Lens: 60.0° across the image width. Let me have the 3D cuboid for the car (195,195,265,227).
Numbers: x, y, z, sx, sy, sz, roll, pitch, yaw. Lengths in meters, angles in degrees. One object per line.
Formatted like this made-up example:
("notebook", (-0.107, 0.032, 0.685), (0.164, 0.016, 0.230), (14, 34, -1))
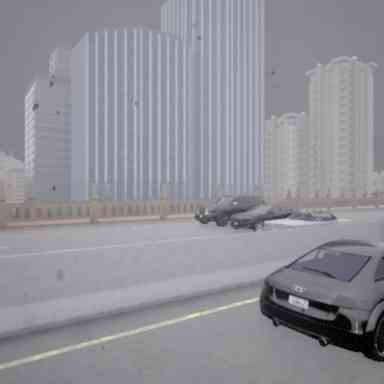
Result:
("car", (2.876, 1.223, 22.980), (5.566, 2.045, 2.150), (0, 0, -34))

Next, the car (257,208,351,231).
("car", (5.700, 1.603, 16.438), (4.718, 1.301, 1.895), (0, 0, -34))

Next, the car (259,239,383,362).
("car", (3.188, 1.565, 5.967), (4.181, 1.385, 1.994), (0, 0, -35))

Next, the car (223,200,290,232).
("car", (4.511, 1.479, 19.857), (5.008, 1.535, 1.882), (0, 0, -34))
